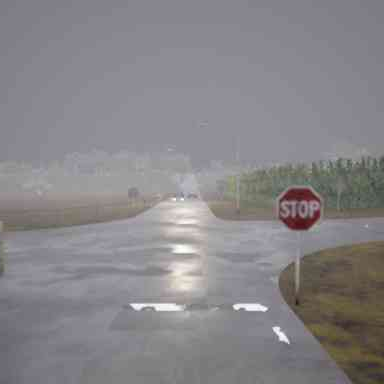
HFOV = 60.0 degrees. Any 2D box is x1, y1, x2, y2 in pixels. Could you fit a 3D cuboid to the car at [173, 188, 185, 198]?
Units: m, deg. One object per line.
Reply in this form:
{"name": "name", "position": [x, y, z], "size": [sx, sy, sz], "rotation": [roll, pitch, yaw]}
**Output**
{"name": "car", "position": [-2.653, 0.147, 67.045], "size": [2.150, 2.045, 5.566], "rotation": [0, 2, 0]}

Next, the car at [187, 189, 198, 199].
{"name": "car", "position": [0.091, 0.518, 62.909], "size": [1.812, 1.442, 4.674], "rotation": [0, 2, 0]}

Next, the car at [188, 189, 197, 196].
{"name": "car", "position": [0.106, 0.054, 72.928], "size": [1.895, 1.301, 4.718], "rotation": [0, 3, 0]}
